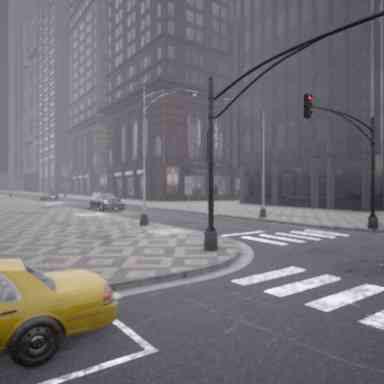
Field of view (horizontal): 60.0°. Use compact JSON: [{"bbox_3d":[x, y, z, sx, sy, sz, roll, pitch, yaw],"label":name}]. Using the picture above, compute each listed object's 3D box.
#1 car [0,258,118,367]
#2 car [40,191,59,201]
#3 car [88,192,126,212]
[{"bbox_3d":[-3.413,1.527,4.213,4.829,1.417,1.752,0,0,-36],"label":"car"},{"bbox_3d":[-20.669,0.544,48.186,2.128,1.511,4.902,0,1,-36],"label":"car"},{"bbox_3d":[-7.764,0.788,30.168,2.097,1.767,4.553,0,1,-36],"label":"car"}]
